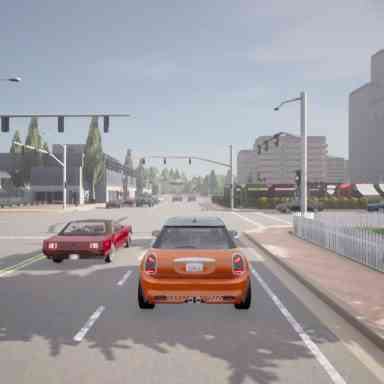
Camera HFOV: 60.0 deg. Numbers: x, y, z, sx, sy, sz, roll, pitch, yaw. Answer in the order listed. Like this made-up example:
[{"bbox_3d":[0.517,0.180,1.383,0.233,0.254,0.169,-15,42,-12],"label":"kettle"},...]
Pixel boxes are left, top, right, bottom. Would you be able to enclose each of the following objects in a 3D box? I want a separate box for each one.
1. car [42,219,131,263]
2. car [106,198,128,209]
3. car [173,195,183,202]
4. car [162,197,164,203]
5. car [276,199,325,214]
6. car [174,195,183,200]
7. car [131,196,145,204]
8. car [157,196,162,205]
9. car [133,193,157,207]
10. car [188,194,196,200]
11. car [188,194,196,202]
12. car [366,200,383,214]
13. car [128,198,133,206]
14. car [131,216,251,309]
[{"bbox_3d":[-3.420,1.601,11.911,1.895,1.301,4.718,0,0,0],"label":"car"},{"bbox_3d":[-10.614,1.563,46.251,1.994,1.385,4.181,0,0,0],"label":"car"},{"bbox_3d":[-3.528,1.511,77.670,1.812,1.442,4.674,0,0,0],"label":"car"},{"bbox_3d":[-7.025,1.523,70.808,1.812,1.442,4.674,0,0,0],"label":"car"},{"bbox_3d":[11.259,1.491,34.676,4.902,1.511,2.128,0,0,-1],"label":"car"},{"bbox_3d":[-3.531,1.423,87.625,1.994,1.385,4.181,0,0,0],"label":"car"},{"bbox_3d":[-10.569,1.562,64.961,1.994,1.385,4.181,0,0,0],"label":"car"},{"bbox_3d":[-7.093,1.562,60.483,1.994,1.385,4.181,0,0,0],"label":"car"},{"bbox_3d":[-7.114,1.220,51.077,2.150,2.045,5.566,0,0,1],"label":"car"},{"bbox_3d":[-0.031,1.396,87.628,2.128,1.511,4.902,0,0,0],"label":"car"},{"bbox_3d":[-0.028,1.530,77.352,2.033,1.411,5.357,0,0,0],"label":"car"},{"bbox_3d":[20.903,1.477,34.917,5.008,1.535,1.882,0,0,-2],"label":"car"},{"bbox_3d":[-10.605,1.599,55.013,1.895,1.301,4.718,0,0,0],"label":"car"},{"bbox_3d":[0.061,1.352,8.017,2.097,1.767,4.553,0,0,0],"label":"car"}]
